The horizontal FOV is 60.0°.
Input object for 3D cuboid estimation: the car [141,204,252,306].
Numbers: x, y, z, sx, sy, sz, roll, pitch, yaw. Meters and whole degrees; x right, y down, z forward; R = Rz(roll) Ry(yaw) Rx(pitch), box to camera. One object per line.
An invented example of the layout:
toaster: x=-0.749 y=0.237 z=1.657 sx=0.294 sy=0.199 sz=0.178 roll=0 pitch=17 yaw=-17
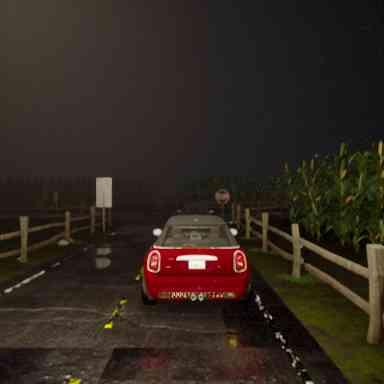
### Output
car: x=0.085 y=1.337 z=8.148 sx=2.097 sy=1.767 sz=4.553 roll=0 pitch=0 yaw=0

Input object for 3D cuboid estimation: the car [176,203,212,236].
car: x=0.187 y=1.473 z=19.389 sx=1.837 sy=1.490 sz=4.892 roll=0 pitch=1 yaw=3
